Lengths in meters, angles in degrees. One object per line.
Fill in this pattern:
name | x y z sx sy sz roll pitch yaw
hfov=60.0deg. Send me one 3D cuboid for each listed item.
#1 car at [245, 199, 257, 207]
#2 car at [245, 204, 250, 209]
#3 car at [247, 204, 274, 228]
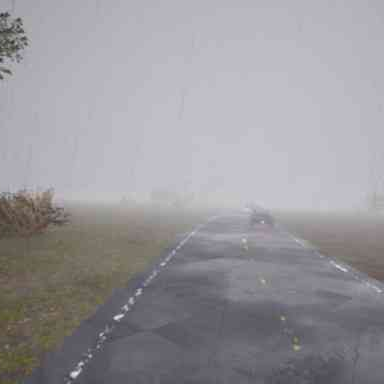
car | 12.882 2.632 72.007 2.150 2.045 5.566 2 -1 18
car | 7.765 2.420 39.642 1.895 1.301 4.718 2 -1 12
car | 5.801 2.102 27.871 1.837 1.490 4.892 3 0 9
